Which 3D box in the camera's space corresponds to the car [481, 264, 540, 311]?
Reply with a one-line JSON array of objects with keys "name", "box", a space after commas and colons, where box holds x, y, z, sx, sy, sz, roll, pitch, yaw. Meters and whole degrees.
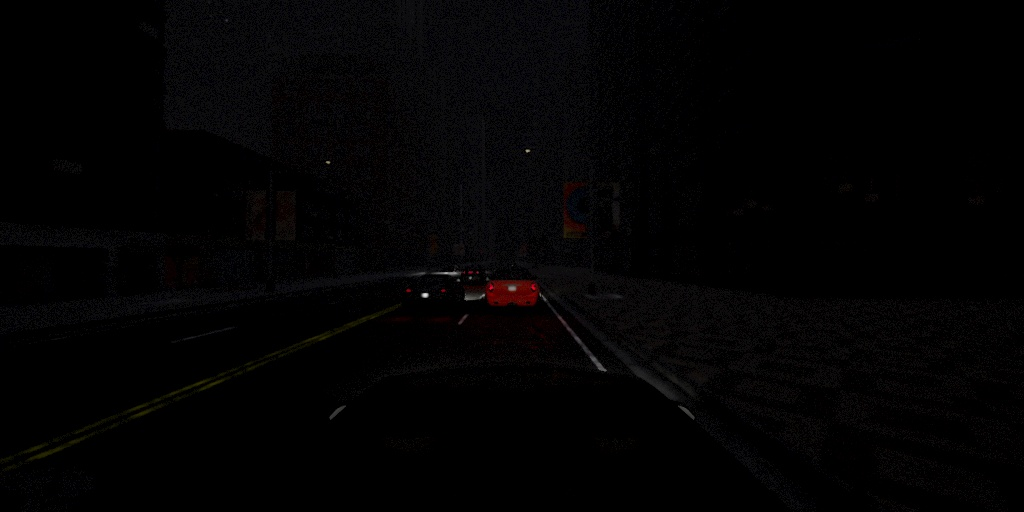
[{"name": "car", "box": [0.024, 1.236, 15.264, 2.097, 1.767, 4.553, 0, -1, 0]}]

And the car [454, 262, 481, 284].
[{"name": "car", "box": [-3.219, 1.526, 30.345, 2.128, 1.511, 4.902, 0, 0, 0]}]

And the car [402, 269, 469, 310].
[{"name": "car", "box": [-3.225, 1.451, 15.405, 1.994, 1.385, 4.181, 0, 0, 1]}]

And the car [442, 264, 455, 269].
[{"name": "car", "box": [-9.801, 1.894, 57.095, 1.895, 1.301, 4.718, 0, -1, 0]}]
